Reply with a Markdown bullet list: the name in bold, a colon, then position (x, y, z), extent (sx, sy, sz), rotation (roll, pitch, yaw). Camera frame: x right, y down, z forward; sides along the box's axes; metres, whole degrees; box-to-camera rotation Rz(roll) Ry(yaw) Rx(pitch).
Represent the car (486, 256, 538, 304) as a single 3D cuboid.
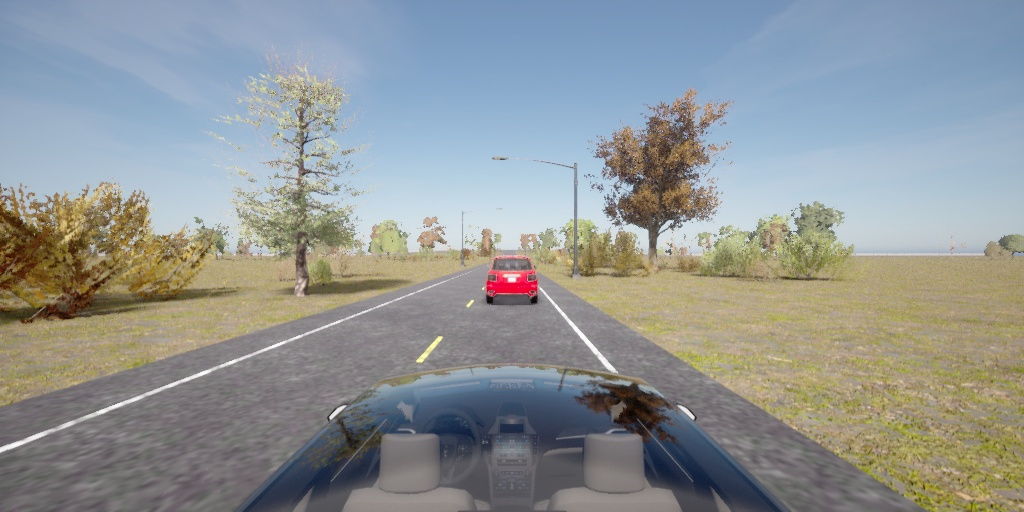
- **car**: position (0.000, 1.005, 16.530), extent (2.150, 2.045, 5.566), rotation (0, 0, 0)
